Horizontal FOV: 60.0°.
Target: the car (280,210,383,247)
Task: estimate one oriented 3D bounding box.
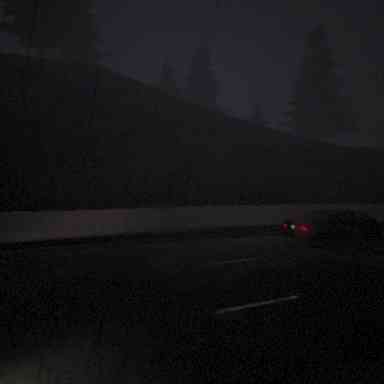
[{"bbox_3d":[6.508,1.471,14.311,5.357,1.411,2.033,0,0,-18],"label":"car"}]
